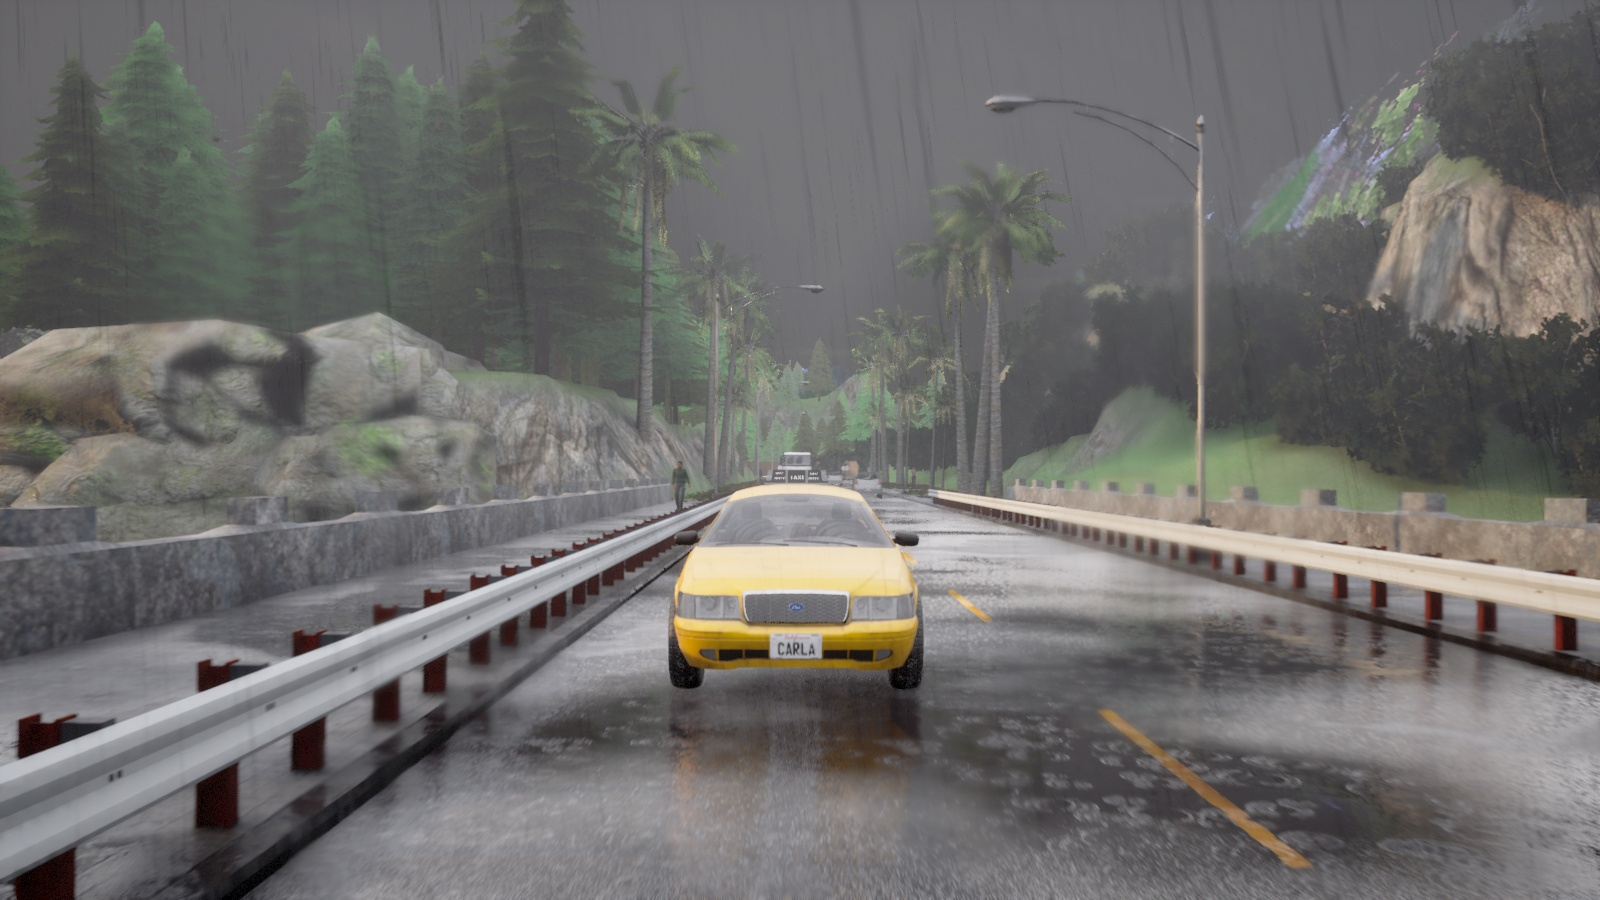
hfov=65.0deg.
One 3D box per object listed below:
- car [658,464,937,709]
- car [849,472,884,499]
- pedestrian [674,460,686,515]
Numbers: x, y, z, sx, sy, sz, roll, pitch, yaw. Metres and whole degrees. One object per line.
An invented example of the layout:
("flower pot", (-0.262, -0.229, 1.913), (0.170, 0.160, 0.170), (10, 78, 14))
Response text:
("car", (-0.023, 0.937, 10.825), (1.801, 1.575, 5.366), (0, -1, 0))
("car", (3.844, 2.036, 73.050), (1.845, 1.501, 3.633), (0, -1, 0))
("pedestrian", (-4.047, 1.251, 42.410), (0.353, 1.847, 0.614), (0, -1, 0))
